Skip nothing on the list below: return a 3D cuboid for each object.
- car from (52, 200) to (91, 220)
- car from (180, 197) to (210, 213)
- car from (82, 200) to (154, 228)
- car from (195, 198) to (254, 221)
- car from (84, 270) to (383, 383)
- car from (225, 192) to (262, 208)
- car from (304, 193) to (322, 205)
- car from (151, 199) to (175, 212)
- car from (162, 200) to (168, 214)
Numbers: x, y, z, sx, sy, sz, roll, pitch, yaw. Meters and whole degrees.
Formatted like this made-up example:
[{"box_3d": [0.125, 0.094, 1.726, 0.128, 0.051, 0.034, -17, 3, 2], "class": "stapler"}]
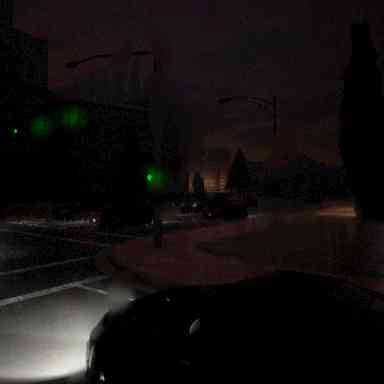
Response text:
[{"box_3d": [-9.402, 1.478, 28.456, 1.882, 1.535, 5.008, 0, 0, 36], "class": "car"}, {"box_3d": [0.723, 1.352, 36.422, 2.097, 1.767, 4.553, 0, 0, 36], "class": "car"}, {"box_3d": [-4.682, 1.505, 22.688, 1.837, 1.490, 4.892, 0, 0, 36], "class": "car"}, {"box_3d": [2.762, 1.491, 26.977, 2.128, 1.511, 4.902, 0, 0, 36], "class": "car"}, {"box_3d": [0.820, 1.564, 3.416, 4.181, 1.385, 1.994, 0, 0, 35], "class": "car"}, {"box_3d": [7.028, 1.221, 45.078, 2.150, 2.045, 5.566, 0, 0, 36], "class": "car"}, {"box_3d": [21.546, 1.491, 58.777, 2.128, 1.511, 4.902, 0, 0, 36], "class": "car"}, {"box_3d": [-3.878, 1.505, 36.039, 1.837, 1.490, 4.892, 0, 0, 36], "class": "car"}, {"box_3d": [-4.599, 1.601, 29.096, 1.895, 1.301, 4.718, 0, 0, 36], "class": "car"}]
